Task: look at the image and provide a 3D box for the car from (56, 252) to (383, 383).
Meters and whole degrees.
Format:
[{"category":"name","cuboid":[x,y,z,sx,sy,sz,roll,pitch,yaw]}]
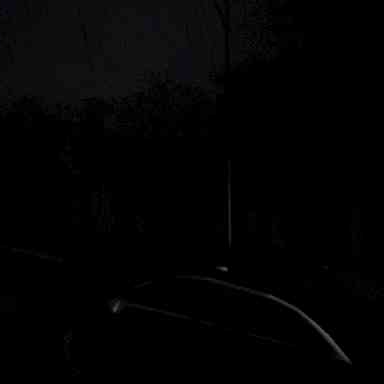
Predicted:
[{"category":"car","cuboid":[0.365,1.460,3.693,4.902,1.511,2.128,0,0,39]}]
